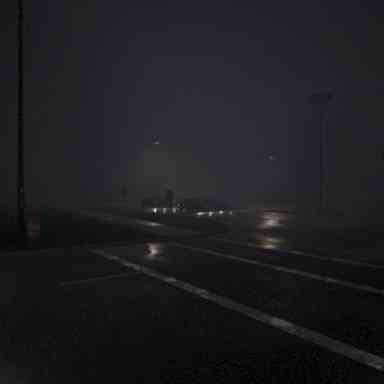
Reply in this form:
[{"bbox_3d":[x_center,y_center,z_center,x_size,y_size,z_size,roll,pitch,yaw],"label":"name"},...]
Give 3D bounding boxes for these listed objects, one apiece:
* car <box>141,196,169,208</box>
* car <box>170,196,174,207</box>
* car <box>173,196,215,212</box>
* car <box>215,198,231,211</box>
[{"bbox_3d":[-5.671,1.486,47.480,1.837,1.490,4.892,0,0,-35],"label":"car"},{"bbox_3d":[-2.993,1.331,49.762,2.097,1.767,4.553,0,0,-34],"label":"car"},{"bbox_3d":[0.202,1.487,39.005,1.837,1.490,4.892,0,0,-35],"label":"car"},{"bbox_3d":[2.774,1.484,41.446,1.837,1.490,4.892,0,0,-35],"label":"car"}]
